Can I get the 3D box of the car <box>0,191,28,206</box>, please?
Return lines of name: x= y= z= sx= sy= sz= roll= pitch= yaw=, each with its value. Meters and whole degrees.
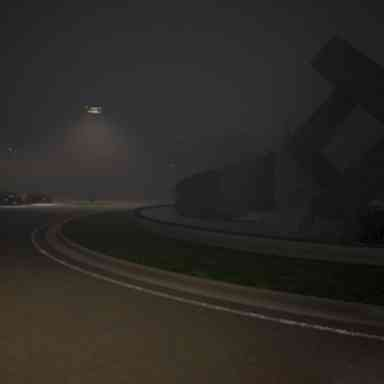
car: x=-19.385 y=0.635 z=35.370 sx=2.033 sy=1.411 sz=5.357 roll=1 pitch=1 yaw=-38

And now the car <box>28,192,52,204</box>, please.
car: x=-17.876 y=0.637 z=38.776 sx=1.994 sy=1.385 sz=4.181 roll=1 pitch=1 yaw=-41
